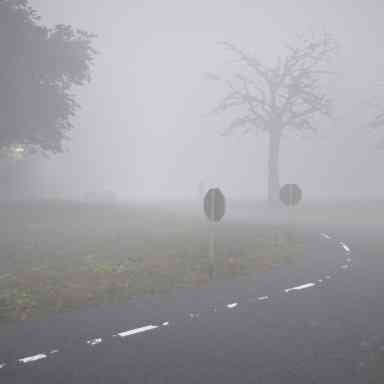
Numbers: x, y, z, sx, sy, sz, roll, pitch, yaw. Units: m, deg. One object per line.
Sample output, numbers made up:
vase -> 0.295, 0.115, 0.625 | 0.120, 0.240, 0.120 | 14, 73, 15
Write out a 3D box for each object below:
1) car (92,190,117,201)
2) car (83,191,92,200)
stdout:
car -> -14.145, 0.508, 54.723 | 2.097, 1.767, 4.553 | 2, -1, -35
car -> -18.111, 0.621, 60.143 | 2.128, 1.511, 4.902 | 2, -1, -36
